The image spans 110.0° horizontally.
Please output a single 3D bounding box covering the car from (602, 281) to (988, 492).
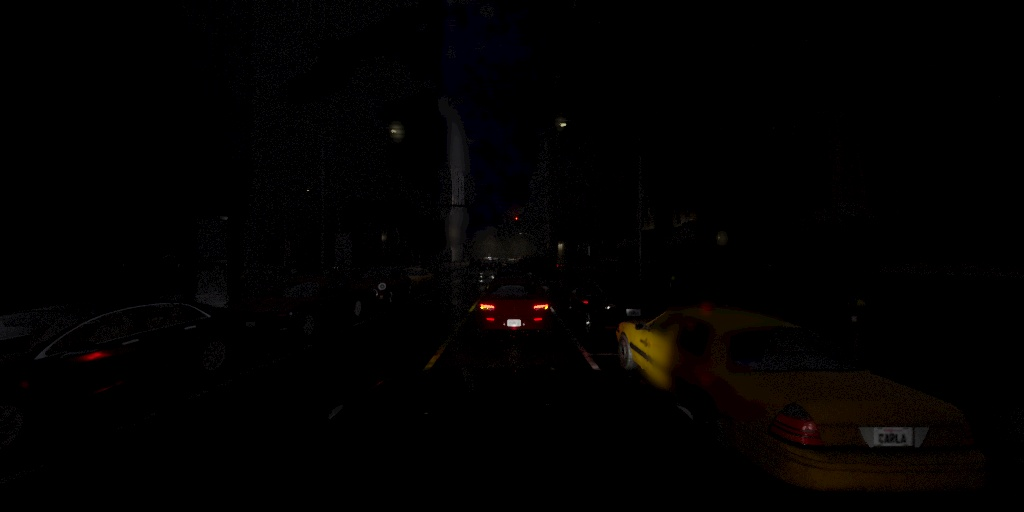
[{"bbox_3d":[2.760,1.275,4.908,1.751,1.417,4.829,0,0,0],"label":"car"}]

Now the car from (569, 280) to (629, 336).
[{"bbox_3d":[2.754,1.316,10.195,1.948,1.339,4.313,0,0,0],"label":"car"}]

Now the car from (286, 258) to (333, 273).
[{"bbox_3d":[-17.858,0.936,32.540,4.892,1.490,1.837,1,0,0],"label":"car"}]

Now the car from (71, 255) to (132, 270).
[{"bbox_3d":[-37.280,0.622,32.486,4.181,1.385,1.994,1,0,-1],"label":"car"}]

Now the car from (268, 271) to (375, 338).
[{"bbox_3d":[-5.772,1.295,10.183,1.888,1.381,4.507,0,0,0],"label":"car"}]

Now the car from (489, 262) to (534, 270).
[{"bbox_3d":[-0.002,1.256,18.895,1.837,1.490,4.892,0,0,0],"label":"car"}]

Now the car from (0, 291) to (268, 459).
[{"bbox_3d":[-5.765,1.301,4.726,2.007,1.370,4.403,0,0,0],"label":"car"}]

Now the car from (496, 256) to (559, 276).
[{"bbox_3d":[1.747,1.038,33.326,5.566,2.045,2.150,1,-1,-27],"label":"car"}]

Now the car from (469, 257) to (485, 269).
[{"bbox_3d":[-5.830,1.078,58.504,2.192,1.841,5.009,0,0,0],"label":"car"}]

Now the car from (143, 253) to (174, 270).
[{"bbox_3d":[-33.685,0.477,35.692,4.553,1.767,2.097,1,0,0],"label":"car"}]

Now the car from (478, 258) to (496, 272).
[{"bbox_3d":[-3.153,1.285,47.915,1.812,1.442,4.674,0,0,0],"label":"car"}]

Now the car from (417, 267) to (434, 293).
[{"bbox_3d":[-5.785,1.277,20.926,1.751,1.417,4.829,0,0,0],"label":"car"}]

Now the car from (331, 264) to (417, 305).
[{"bbox_3d":[-5.778,1.190,15.640,1.967,1.591,4.097,0,0,0],"label":"car"}]

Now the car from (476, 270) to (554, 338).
[{"bbox_3d":[0.060,1.276,10.028,1.812,1.442,4.674,0,0,0],"label":"car"}]

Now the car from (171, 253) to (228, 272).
[{"bbox_3d":[-27.357,0.752,32.511,4.892,1.490,1.837,1,0,0],"label":"car"}]
